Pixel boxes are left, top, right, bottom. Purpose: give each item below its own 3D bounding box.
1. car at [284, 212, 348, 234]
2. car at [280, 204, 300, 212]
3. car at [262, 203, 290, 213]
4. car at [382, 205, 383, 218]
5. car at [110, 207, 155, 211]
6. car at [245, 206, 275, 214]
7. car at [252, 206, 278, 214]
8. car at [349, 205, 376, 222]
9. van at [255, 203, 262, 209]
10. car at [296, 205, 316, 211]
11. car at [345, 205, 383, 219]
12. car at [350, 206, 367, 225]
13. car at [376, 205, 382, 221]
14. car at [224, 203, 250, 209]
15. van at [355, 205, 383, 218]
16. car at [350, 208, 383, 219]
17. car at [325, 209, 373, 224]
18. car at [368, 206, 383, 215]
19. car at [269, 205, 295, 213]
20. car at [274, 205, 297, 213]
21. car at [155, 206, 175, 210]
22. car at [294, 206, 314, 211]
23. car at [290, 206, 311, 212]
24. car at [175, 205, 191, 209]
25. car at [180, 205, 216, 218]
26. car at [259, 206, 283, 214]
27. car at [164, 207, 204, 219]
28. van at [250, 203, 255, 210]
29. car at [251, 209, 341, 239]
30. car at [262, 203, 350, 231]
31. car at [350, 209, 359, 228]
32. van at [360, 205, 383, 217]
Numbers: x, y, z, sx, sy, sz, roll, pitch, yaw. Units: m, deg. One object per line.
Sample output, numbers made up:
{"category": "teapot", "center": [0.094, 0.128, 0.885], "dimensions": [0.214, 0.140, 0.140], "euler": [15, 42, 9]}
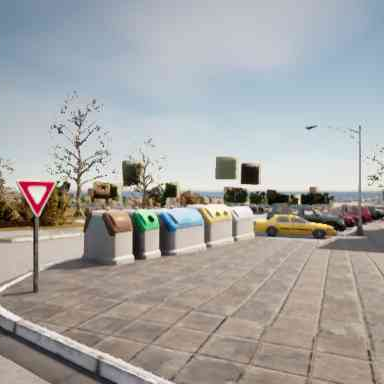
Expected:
{"category": "car", "center": [10.049, 2.483, 27.326], "dimensions": [4.674, 1.452, 2.002], "euler": [1, -1, 15]}
{"category": "car", "center": [22.852, 3.813, 77.761], "dimensions": [4.553, 1.767, 2.185], "euler": [0, -2, 14]}
{"category": "car", "center": [17.778, 3.415, 70.419], "dimensions": [5.566, 2.045, 2.435], "euler": [0, -2, 15]}
{"category": "car", "center": [23.830, 2.925, 47.089], "dimensions": [5.566, 2.045, 2.435], "euler": [1, -1, 15]}
{"category": "car", "center": [-6.859, 2.346, 34.800], "dimensions": [4.892, 1.521, 2.231], "euler": [0, -2, 15]}
{"category": "car", "center": [12.913, 3.391, 63.021], "dimensions": [5.366, 1.575, 1.946], "euler": [0, -2, 15]}
{"category": "car", "center": [14.394, 3.514, 65.516], "dimensions": [4.792, 1.488, 2.163], "euler": [0, -2, 15]}
{"category": "car", "center": [16.924, 2.559, 37.215], "dimensions": [5.566, 2.045, 2.435], "euler": [1, -1, 15]}
{"category": "van", "center": [9.462, 2.987, 58.153], "dimensions": [4.442, 1.987, 1.878], "euler": [0, -2, 15]}
{"category": "car", "center": [30.937, 4.391, 90.151], "dimensions": [5.008, 1.535, 2.097], "euler": [0, -2, 13]}
{"category": "car", "center": [27.250, 3.107, 52.025], "dimensions": [5.566, 2.045, 2.435], "euler": [1, -1, 15]}
{"category": "car", "center": [15.203, 2.594, 34.758], "dimensions": [4.553, 1.767, 2.185], "euler": [1, -1, 15]}
{"category": "car", "center": [20.350, 2.741, 42.154], "dimensions": [5.566, 2.045, 2.435], "euler": [1, -1, 15]}
{"category": "car", "center": [5.935, 2.780, 53.291], "dimensions": [5.566, 2.045, 2.435], "euler": [0, -2, 15]}
{"category": "van", "center": [30.531, 3.311, 56.993], "dimensions": [4.442, 1.987, 1.878], "euler": [1, -1, 15]}
{"category": "car", "center": [28.929, 3.449, 54.491], "dimensions": [5.008, 1.535, 2.097], "euler": [1, -1, 15]}
{"category": "car", "center": [18.630, 2.931, 39.682], "dimensions": [4.792, 1.488, 2.163], "euler": [1, -1, 15]}
{"category": "car", "center": [40.810, 3.959, 71.918], "dimensions": [4.553, 1.767, 2.185], "euler": [1, -1, 13]}
{"category": "car", "center": [19.667, 3.754, 72.815], "dimensions": [5.366, 1.575, 1.946], "euler": [0, -2, 14]}
{"category": "car", "center": [21.164, 3.848, 75.305], "dimensions": [4.892, 1.521, 2.231], "euler": [0, -2, 14]}
{"category": "car", "center": [-4.915, 2.451, 37.581], "dimensions": [4.892, 1.521, 2.231], "euler": [0, -2, 15]}
{"category": "car", "center": [29.371, 4.330, 87.657], "dimensions": [4.792, 1.488, 2.163], "euler": [0, -2, 13]}
{"category": "car", "center": [27.697, 4.240, 85.176], "dimensions": [4.792, 1.488, 2.163], "euler": [0, -2, 13]}
{"category": "car", "center": [-3.167, 2.550, 40.412], "dimensions": [5.366, 1.575, 1.946], "euler": [0, -2, 15]}
{"category": "car", "center": [0.851, 2.634, 45.956], "dimensions": [4.553, 1.767, 2.185], "euler": [0, -2, 15]}
{"category": "car", "center": [16.144, 3.605, 67.956], "dimensions": [4.792, 1.488, 2.163], "euler": [0, -2, 15]}
{"category": "car", "center": [-1.025, 2.686, 43.153], "dimensions": [4.792, 1.488, 2.163], "euler": [0, -2, 15]}
{"category": "van", "center": [7.771, 2.896, 55.704], "dimensions": [4.442, 1.987, 1.878], "euler": [0, -2, 15]}
{"category": "car", "center": [6.772, 2.238, 22.332], "dimensions": [5.366, 1.575, 1.946], "euler": [2, -2, 15]}
{"category": "car", "center": [8.358, 2.093, 24.860], "dimensions": [5.566, 2.045, 2.435], "euler": [1, -1, 15]}
{"category": "car", "center": [11.785, 2.538, 29.803], "dimensions": [5.008, 1.535, 2.097], "euler": [1, -1, 15]}
{"category": "van", "center": [33.952, 3.493, 61.950], "dimensions": [4.442, 1.987, 1.878], "euler": [1, -1, 14]}
